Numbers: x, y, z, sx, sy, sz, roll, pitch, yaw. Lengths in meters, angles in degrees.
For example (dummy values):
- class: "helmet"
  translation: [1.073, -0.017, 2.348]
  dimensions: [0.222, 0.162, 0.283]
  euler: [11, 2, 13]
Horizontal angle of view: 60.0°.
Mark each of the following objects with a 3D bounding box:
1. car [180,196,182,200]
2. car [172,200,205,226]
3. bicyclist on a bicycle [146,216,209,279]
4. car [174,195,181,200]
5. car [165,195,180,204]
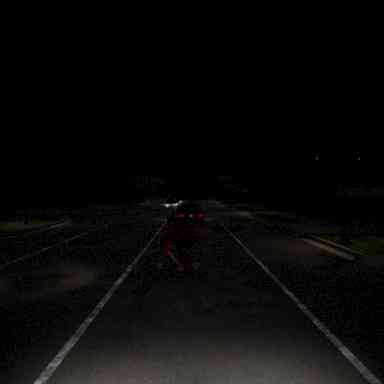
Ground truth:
- class: "car"
  translation: [-3.849, 1.552, 76.742]
  dimensions: [1.994, 1.385, 4.181]
  euler: [0, 0, 0]
- class: "car"
  translation: [-0.207, 1.548, 23.234]
  dimensions: [2.033, 1.411, 5.357]
  euler: [0, 0, -4]
- class: "bicyclist on a bicycle"
  translation: [-0.371, 1.452, 8.637]
  dimensions: [1.656, 1.620, 0.582]
  euler: [0, 0, 0]
- class: "car"
  translation: [-3.917, 1.512, 91.597]
  dimensions: [1.812, 1.442, 4.674]
  euler: [0, 0, 0]
- class: "car"
  translation: [-3.849, 1.351, 62.817]
  dimensions: [2.097, 1.767, 4.553]
  euler: [0, 0, 0]
